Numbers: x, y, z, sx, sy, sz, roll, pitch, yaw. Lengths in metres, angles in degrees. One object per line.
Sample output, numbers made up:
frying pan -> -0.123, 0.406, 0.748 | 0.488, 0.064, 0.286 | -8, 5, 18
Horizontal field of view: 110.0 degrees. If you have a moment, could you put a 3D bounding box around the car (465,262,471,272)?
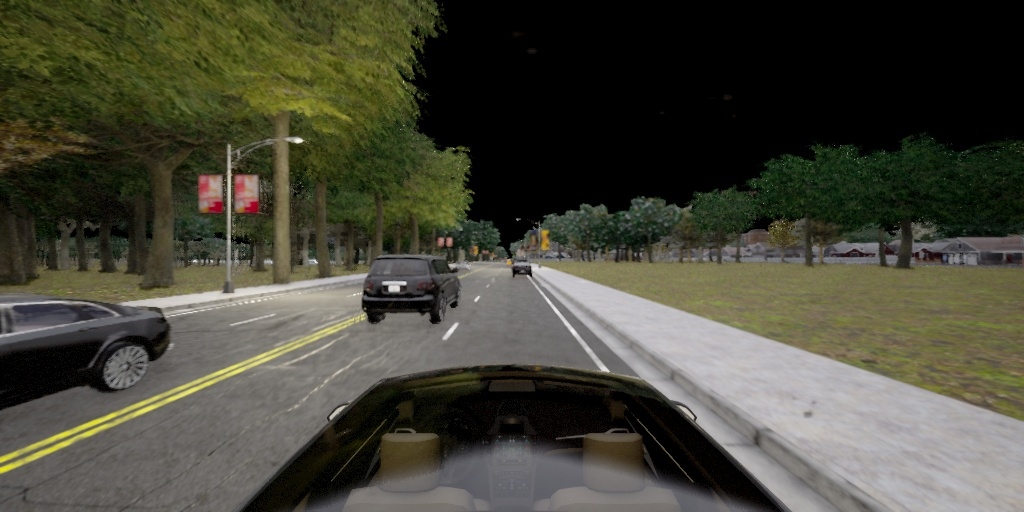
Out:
car -> -6.584, 1.396, 47.609 | 1.895, 1.301, 4.718 | 0, 0, 0

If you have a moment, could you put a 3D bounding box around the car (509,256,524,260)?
car -> 0.961, 1.143, 44.836 | 2.097, 1.767, 4.553 | 0, 0, 0

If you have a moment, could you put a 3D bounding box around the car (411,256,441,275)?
car -> -9.851, 1.007, 41.696 | 2.150, 2.045, 5.566 | 0, 0, 0

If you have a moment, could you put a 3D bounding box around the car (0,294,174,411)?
car -> -6.601, 1.242, 3.916 | 2.128, 1.511, 4.902 | 0, 0, 0

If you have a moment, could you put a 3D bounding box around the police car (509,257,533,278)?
police car -> 0.964, 1.204, 34.975 | 1.930, 1.638, 5.238 | 0, 0, 0

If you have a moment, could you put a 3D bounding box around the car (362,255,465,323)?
car -> -3.152, 0.976, 12.281 | 2.150, 2.045, 5.566 | 0, 0, 0
